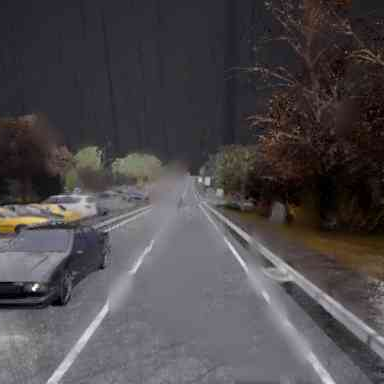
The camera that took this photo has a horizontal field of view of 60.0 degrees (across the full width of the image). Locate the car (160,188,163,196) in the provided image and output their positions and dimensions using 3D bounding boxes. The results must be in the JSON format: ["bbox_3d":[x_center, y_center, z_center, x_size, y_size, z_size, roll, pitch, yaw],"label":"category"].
[{"bbox_3d":[-10.383,0.566,83.433,4.553,1.767,2.185,0,1,0],"label":"car"}]

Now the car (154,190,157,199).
[{"bbox_3d":[-10.431,0.914,69.494,5.008,1.535,2.097,0,1,0],"label":"car"}]

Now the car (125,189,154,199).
[{"bbox_3d":[-10.472,0.802,66.714,4.553,1.767,2.185,0,0,0],"label":"car"}]

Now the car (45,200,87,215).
[{"bbox_3d":[-10.399,1.531,23.003,5.366,1.575,1.946,0,0,0],"label":"car"}]

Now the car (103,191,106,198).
[{"bbox_3d":[-23.474,0.844,77.696,4.792,1.488,2.163,0,1,0],"label":"car"}]

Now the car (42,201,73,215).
[{"bbox_3d":[-10.222,1.521,20.227,4.892,1.521,2.231,0,0,0],"label":"car"}]

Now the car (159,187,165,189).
[{"bbox_3d":[-10.432,0.321,91.791,4.553,1.767,2.185,0,2,0],"label":"car"}]

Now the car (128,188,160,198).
[{"bbox_3d":[-10.460,0.639,72.285,5.566,2.045,2.435,0,1,0],"label":"car"}]

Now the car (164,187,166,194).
[{"bbox_3d":[-10.428,0.221,94.570,4.553,1.767,2.185,0,2,0],"label":"car"}]

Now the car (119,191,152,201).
[{"bbox_3d":[-10.420,0.971,61.144,4.792,1.488,2.163,0,0,0],"label":"car"}]

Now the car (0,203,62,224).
[{"bbox_3d":[-10.033,1.503,17.451,5.366,1.575,1.946,0,0,0],"label":"car"}]

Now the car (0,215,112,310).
[{"bbox_3d":[-3.378,1.535,8.220,2.033,1.411,5.357,0,0,0],"label":"car"}]

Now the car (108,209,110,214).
[{"bbox_3d":[-10.179,1.606,31.331,4.792,1.488,2.163,0,0,0],"label":"car"}]

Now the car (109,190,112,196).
[{"bbox_3d":[-23.489,0.694,83.275,5.008,1.535,2.097,0,1,0],"label":"car"}]

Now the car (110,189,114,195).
[{"bbox_3d":[-23.484,0.618,86.192,4.892,1.521,2.231,0,1,0],"label":"car"}]

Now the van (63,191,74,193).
[{"bbox_3d":[-23.403,0.716,61.081,4.442,1.987,1.878,1,0,0],"label":"van"}]

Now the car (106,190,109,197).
[{"bbox_3d":[-23.494,0.758,80.486,5.008,1.535,2.097,0,1,0],"label":"car"}]

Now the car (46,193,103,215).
[{"bbox_3d":[-10.240,1.297,25.781,5.566,2.045,2.435,0,0,0],"label":"car"}]

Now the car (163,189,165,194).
[{"bbox_3d":[-10.435,0.566,89.010,4.792,1.488,2.163,0,2,0],"label":"car"}]

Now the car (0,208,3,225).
[{"bbox_3d":[-10.037,1.477,11.778,5.366,1.575,1.946,0,0,0],"label":"car"}]

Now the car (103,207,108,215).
[{"bbox_3d":[-10.215,1.562,28.555,5.008,1.535,2.097,0,0,0],"label":"car"}]

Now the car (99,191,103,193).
[{"bbox_3d":[-23.693,0.852,75.040,5.366,1.575,1.946,0,1,0],"label":"car"}]
